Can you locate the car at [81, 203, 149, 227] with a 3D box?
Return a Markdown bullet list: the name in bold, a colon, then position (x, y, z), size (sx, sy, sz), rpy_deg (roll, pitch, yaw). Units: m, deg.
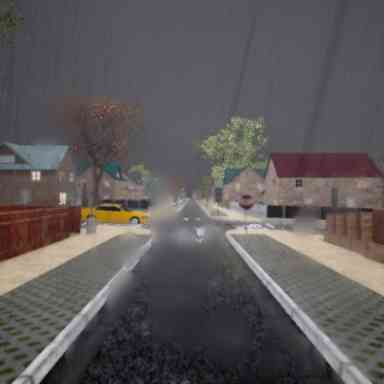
- **car**: position (-5.670, 1.648, 24.570), size (5.008, 1.535, 1.882), rpy_deg (3, 0, 0)
